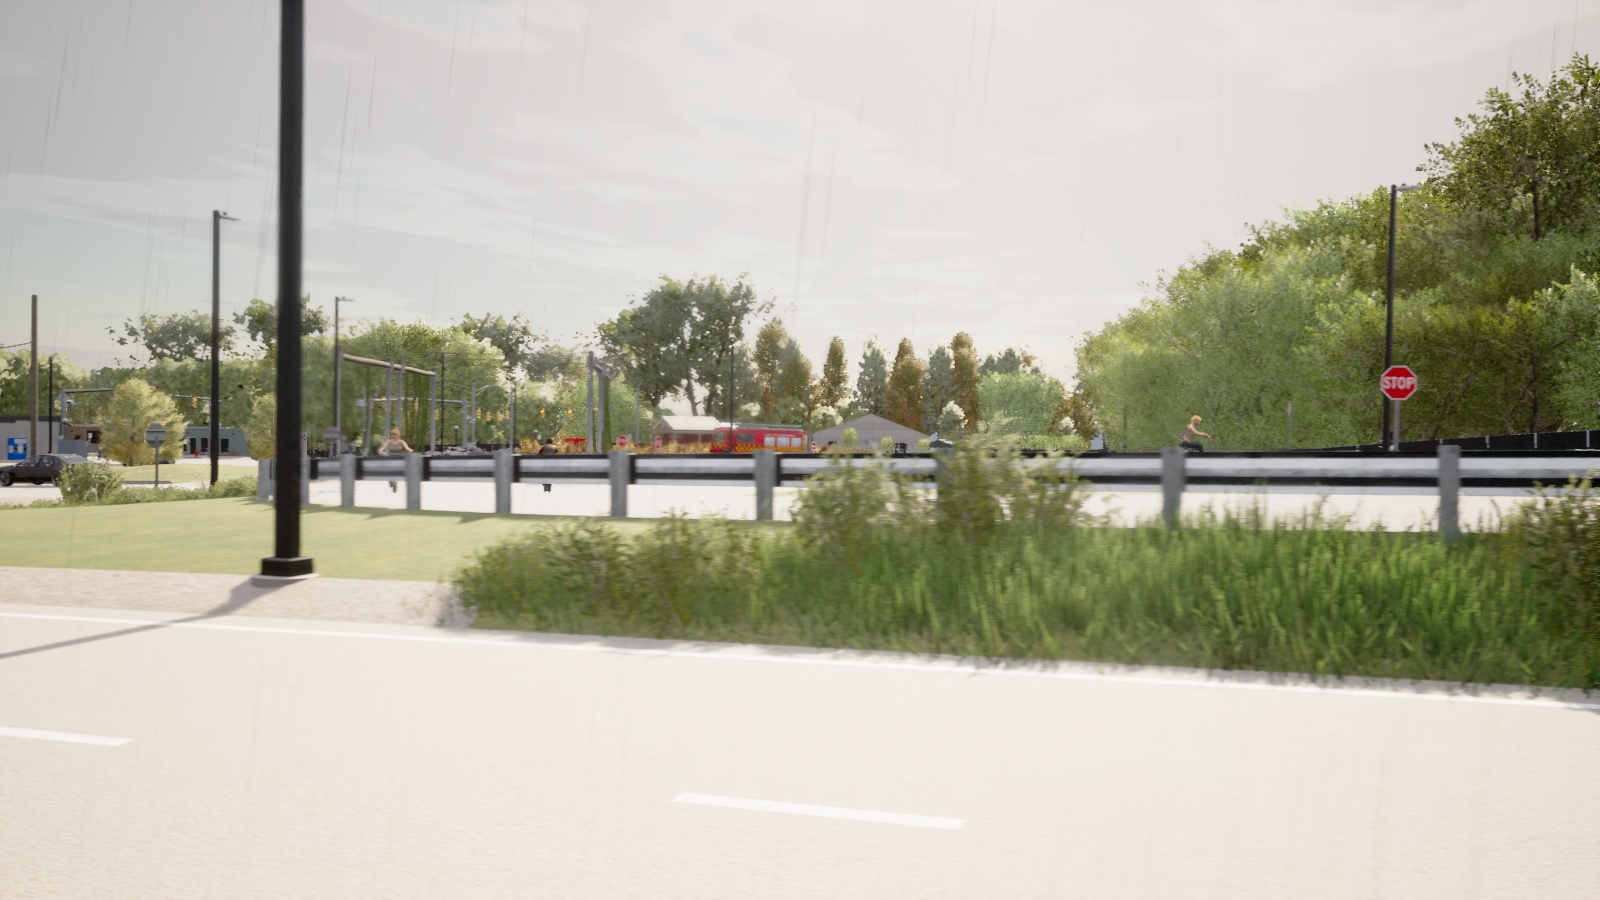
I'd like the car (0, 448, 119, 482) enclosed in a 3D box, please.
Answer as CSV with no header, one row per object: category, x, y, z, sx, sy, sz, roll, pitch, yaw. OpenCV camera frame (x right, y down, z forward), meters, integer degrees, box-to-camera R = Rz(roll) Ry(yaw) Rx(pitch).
car,-32.589,0.623,54.639,5.357,1.411,2.033,0,1,18
